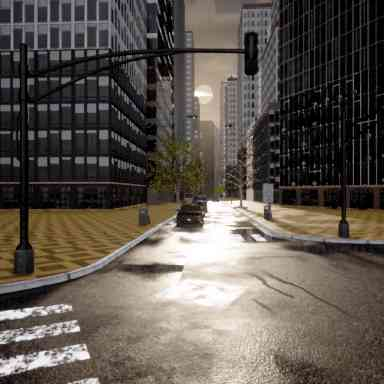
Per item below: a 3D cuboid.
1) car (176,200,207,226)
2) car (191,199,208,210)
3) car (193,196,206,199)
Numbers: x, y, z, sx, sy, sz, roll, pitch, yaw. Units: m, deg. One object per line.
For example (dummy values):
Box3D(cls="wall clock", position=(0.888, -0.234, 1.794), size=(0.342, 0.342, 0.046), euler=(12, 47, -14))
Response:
Box3D(cls="car", position=(-0.070, 1.654, 25.294), size=(1.882, 1.535, 5.008), euler=(0, 0, 3))
Box3D(cls="car", position=(0.493, 1.777, 35.498), size=(1.812, 1.442, 4.674), euler=(0, 0, 3))
Box3D(cls="car", position=(1.077, 1.554, 46.141), size=(2.150, 2.045, 5.566), euler=(0, 0, 3))
